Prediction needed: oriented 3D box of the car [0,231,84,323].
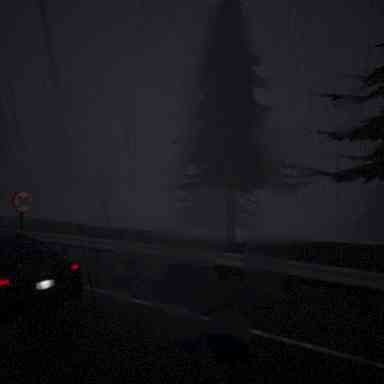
[{"bbox_3d":[-4.126,1.509,6.701,4.181,1.385,1.994,1,0,34],"label":"car"}]
